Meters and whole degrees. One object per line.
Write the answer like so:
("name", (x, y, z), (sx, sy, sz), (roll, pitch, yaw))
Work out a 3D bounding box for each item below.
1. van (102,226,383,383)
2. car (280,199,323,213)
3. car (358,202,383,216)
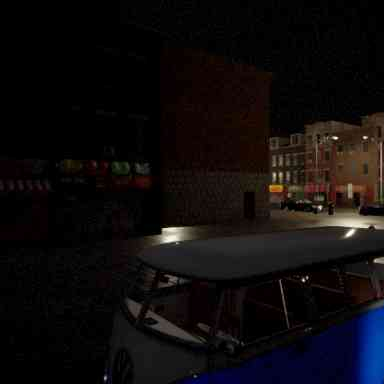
("van", (1.075, 1.341, 3.587), (3.998, 1.788, 1.690), (0, 0, -36))
("car", (12.006, 1.492, 36.762), (2.128, 1.511, 4.902), (0, 0, -35))
("car", (17.125, 1.572, 29.575), (1.994, 1.385, 4.181), (0, 0, -35))
